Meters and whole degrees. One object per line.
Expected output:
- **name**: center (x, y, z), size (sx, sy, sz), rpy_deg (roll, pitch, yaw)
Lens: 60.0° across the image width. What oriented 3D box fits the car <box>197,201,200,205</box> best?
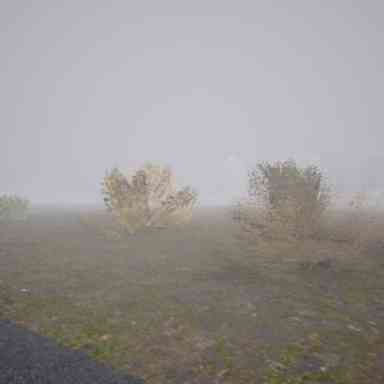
- **car**: center (-0.061, 2.127, 72.526), size (1.994, 1.385, 4.181), rpy_deg (-1, -1, 36)
